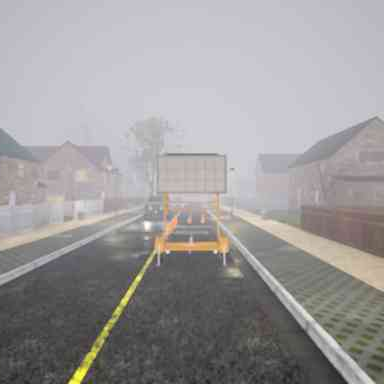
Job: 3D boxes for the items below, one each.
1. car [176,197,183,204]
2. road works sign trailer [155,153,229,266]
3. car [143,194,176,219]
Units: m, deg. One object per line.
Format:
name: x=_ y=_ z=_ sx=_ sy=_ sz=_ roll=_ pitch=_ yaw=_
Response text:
car: x=-2.827 y=1.699 z=70.045 sx=1.882 sy=1.535 sz=5.008 roll=0 pitch=0 yaw=0
road works sign trailer: x=-0.012 y=0.454 z=11.485 sx=2.380 sy=3.560 sz=2.880 roll=0 pitch=0 yaw=0
car: x=-2.881 y=1.239 z=29.218 sx=2.150 sy=2.045 sz=5.566 roll=0 pitch=0 yaw=0
